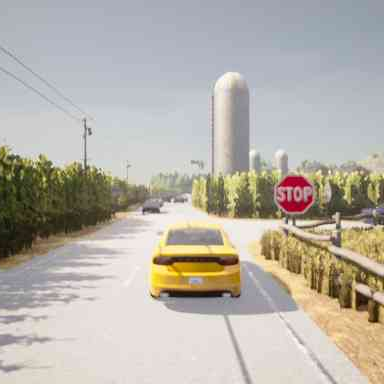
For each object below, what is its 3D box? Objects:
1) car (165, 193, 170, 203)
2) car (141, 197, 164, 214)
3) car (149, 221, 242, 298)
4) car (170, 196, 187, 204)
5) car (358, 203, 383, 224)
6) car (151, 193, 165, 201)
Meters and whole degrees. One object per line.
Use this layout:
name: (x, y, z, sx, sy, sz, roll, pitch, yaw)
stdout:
car: (-5.613, 1.150, 68.892, 2.150, 2.045, 5.566, 0, 0, 2)
car: (-4.277, 1.516, 35.322, 2.033, 1.411, 5.357, 0, 0, -5)
car: (0.072, 1.470, 8.537, 1.882, 1.535, 5.008, 0, 0, 0)
car: (-2.532, 1.492, 64.713, 2.033, 1.411, 5.357, 0, 0, 2)
car: (13.923, 1.333, 22.797, 4.553, 1.767, 2.097, 0, 0, 0)
car: (-5.318, 1.314, 48.448, 2.097, 1.767, 4.553, 0, 0, -4)
